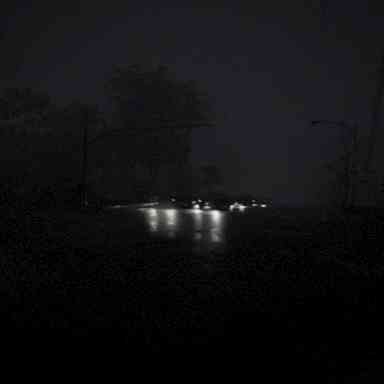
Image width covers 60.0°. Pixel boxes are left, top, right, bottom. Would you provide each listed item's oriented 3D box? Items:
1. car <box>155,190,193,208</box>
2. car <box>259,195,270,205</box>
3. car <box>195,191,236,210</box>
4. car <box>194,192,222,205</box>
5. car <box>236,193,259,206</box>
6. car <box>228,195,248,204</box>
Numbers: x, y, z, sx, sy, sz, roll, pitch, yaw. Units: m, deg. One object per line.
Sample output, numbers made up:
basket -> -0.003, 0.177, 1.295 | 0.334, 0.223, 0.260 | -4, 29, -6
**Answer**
car -> -1.476, 0.550, 29.515 | 1.882, 1.535, 5.008 | 2, 1, 22
car -> 10.669, 1.169, 50.678 | 1.882, 1.535, 5.008 | 2, -1, 22
car -> 2.101, 0.700, 29.049 | 1.837, 1.490, 4.892 | 2, 1, 22
car -> 1.906, 0.726, 38.087 | 1.994, 1.385, 4.181 | 2, 0, 22
car -> 5.905, 0.876, 38.695 | 2.033, 1.411, 5.357 | 2, -1, 22
car -> 7.113, 1.145, 51.195 | 1.895, 1.301, 4.718 | 2, -1, 22
